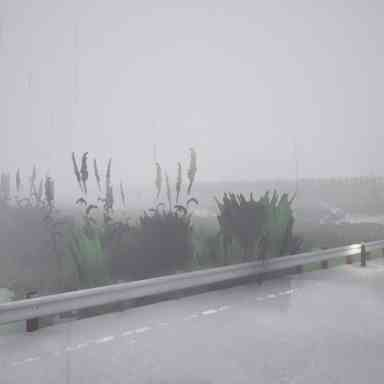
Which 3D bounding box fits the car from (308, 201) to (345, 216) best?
[{"bbox_3d":[10.859,1.572,29.002,2.097,1.767,4.553,-1,1,-43],"label":"car"}]
